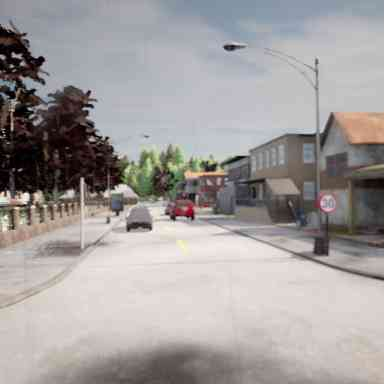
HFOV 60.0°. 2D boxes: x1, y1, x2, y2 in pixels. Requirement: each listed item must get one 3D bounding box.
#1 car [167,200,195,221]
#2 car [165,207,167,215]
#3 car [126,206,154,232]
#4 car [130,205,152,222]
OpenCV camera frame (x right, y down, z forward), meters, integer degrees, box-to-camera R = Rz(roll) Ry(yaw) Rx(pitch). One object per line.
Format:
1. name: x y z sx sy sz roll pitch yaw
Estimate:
1. car: -1.061 1.874 34.658 2.150 2.045 5.566 0 -1 -8
2. car: -2.551 2.421 44.910 1.994 1.385 4.181 0 -1 -8
3. car: -3.824 2.046 24.560 2.033 1.411 5.357 0 -1 -8
4. car: -5.312 2.195 34.832 2.128 1.511 4.902 0 -1 -8
